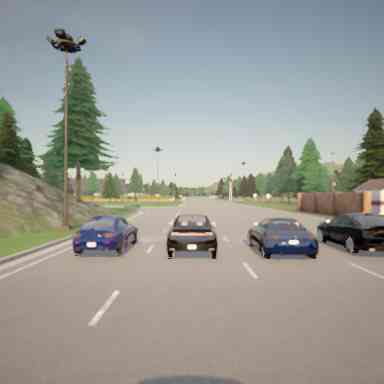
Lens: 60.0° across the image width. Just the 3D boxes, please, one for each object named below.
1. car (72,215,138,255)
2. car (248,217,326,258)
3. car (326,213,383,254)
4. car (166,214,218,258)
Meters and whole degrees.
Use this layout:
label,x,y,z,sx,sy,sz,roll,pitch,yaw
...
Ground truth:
label,x,y,z,sx,sy,sz,roll,pitch,yaw
car,-3.481,1.682,13.877,1.812,1.442,4.674,0,0,0
car,3.516,1.717,13.462,1.994,1.385,4.181,0,-1,0
car,7.021,1.638,14.220,1.882,1.535,5.008,0,0,0
car,0.015,1.646,13.488,2.128,1.511,4.902,0,0,0
